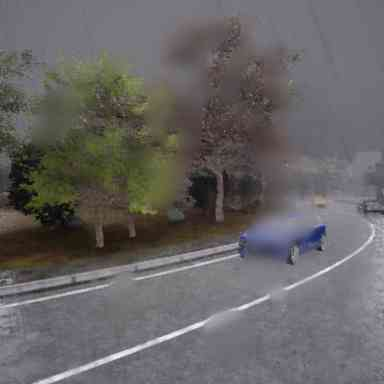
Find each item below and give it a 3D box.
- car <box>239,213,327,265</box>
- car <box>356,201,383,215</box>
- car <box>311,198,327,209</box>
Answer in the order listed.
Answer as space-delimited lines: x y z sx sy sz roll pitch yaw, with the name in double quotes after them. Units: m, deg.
3.598 1.602 12.602 1.882 1.535 5.008 -1 -1 38 "car"
18.548 1.629 34.680 2.033 1.411 5.357 -1 -1 17 "car"
18.977 1.710 49.745 1.882 1.535 5.008 -1 0 16 "car"
